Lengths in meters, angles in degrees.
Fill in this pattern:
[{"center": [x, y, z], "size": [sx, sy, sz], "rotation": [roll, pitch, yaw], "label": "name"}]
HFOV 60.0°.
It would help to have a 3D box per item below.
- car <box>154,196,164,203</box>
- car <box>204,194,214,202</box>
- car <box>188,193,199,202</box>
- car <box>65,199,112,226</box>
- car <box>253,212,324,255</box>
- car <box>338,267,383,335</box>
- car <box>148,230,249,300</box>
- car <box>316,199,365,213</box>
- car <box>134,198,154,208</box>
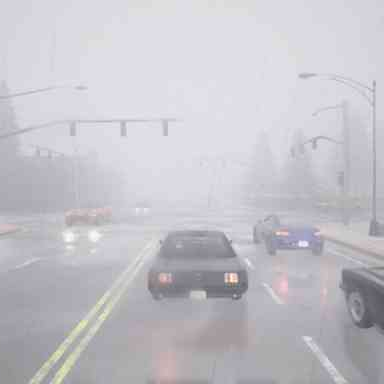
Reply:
[{"center": [-6.727, 1.505, 66.874], "size": [1.812, 1.442, 4.674], "rotation": [0, 0, 1], "label": "car"}, {"center": [3.840, 1.332, 74.996], "size": [2.097, 1.767, 4.553], "rotation": [0, 0, 0], "label": "car"}, {"center": [0.336, 1.202, 74.891], "size": [2.150, 2.045, 5.566], "rotation": [0, 0, 0], "label": "car"}, {"center": [-7.001, 1.345, 22.982], "size": [2.097, 1.767, 4.553], "rotation": [0, 0, 0], "label": "car"}, {"center": [3.638, 1.522, 13.111], "size": [1.812, 1.442, 4.674], "rotation": [0, 0, 0], "label": "car"}, {"center": [3.614, 1.600, 4.008], "size": [1.895, 1.301, 4.718], "rotation": [0, 0, 0], "label": "car"}, {"center": [0.100, 1.598, 8.320], "size": [1.895, 1.301, 4.718], "rotation": [0, 0, 0], "label": "car"}, {"center": [16.084, 1.467, 36.090], "size": [5.008, 1.535, 1.882], "rotation": [0, 0, 0], "label": "car"}, {"center": [-6.893, 1.550, 46.544], "size": [1.994, 1.385, 4.181], "rotation": [0, 0, 0], "label": "car"}]
